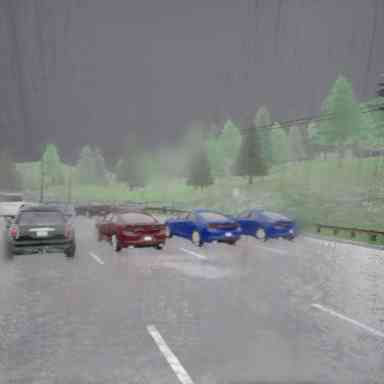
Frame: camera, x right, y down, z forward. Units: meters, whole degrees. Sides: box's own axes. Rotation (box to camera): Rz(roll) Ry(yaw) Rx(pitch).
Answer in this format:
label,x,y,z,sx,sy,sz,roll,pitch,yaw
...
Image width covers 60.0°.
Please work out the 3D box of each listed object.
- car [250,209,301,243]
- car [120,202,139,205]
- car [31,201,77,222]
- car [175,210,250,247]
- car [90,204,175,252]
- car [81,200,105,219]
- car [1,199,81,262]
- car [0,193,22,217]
label,x,y,z,sx,sy,sz,roll,pitch,yaw
car,3.426,1.645,17.496,1.882,1.535,5.008,1,0,-28
car,-6.132,1.639,31.738,1.994,1.385,4.181,1,0,-39
car,-11.386,1.498,27.113,2.033,1.411,5.357,1,0,-39
car,0.330,1.578,15.865,1.882,1.535,5.008,1,0,-28
car,-2.769,1.511,14.241,1.882,1.535,5.008,1,0,-28
car,-8.963,1.488,29.673,1.882,1.535,5.008,1,0,-39
car,-5.668,1.318,12.265,2.097,1.767,4.553,1,-1,-28
car,-14.128,1.103,24.949,2.150,2.045,5.566,1,0,-39
